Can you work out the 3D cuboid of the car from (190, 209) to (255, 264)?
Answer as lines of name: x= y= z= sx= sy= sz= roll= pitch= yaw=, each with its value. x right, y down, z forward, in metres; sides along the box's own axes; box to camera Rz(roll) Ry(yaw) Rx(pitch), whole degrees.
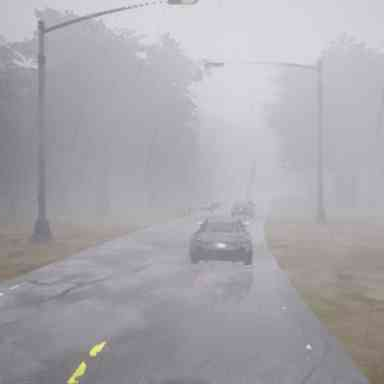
car: x=1.099 y=1.544 z=11.830 sx=1.994 sy=1.385 sz=4.181 roll=0 pitch=0 yaw=7

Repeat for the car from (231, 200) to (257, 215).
car: x=4.453 y=1.389 z=28.441 sx=2.033 sy=1.411 sz=5.357 roll=0 pitch=1 yaw=14

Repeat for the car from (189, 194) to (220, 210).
car: x=1.097 y=0.843 z=27.911 sx=2.097 sy=1.767 sz=4.553 roll=0 pitch=1 yaw=15
